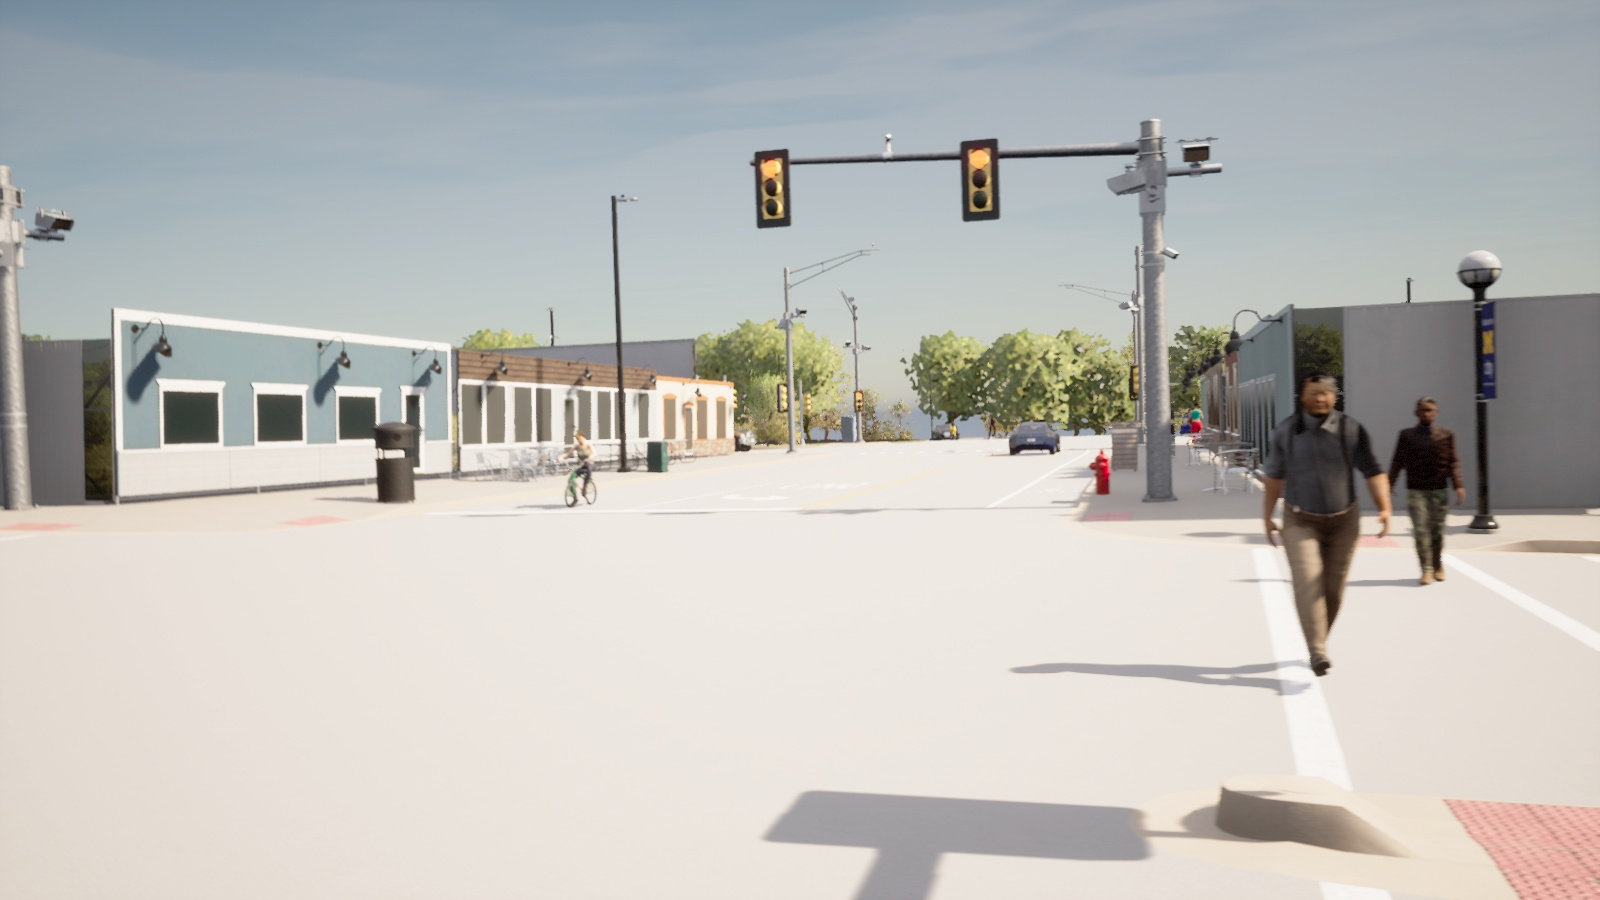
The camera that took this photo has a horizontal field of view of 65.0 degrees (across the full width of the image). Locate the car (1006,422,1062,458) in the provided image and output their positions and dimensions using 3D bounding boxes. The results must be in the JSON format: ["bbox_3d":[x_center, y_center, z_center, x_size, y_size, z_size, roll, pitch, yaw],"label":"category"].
[{"bbox_3d":[10.027,-0.443,53.692,1.994,1.385,4.181,-1,1,15],"label":"car"}]

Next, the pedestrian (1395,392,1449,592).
[{"bbox_3d":[5.897,0.377,11.910,0.431,1.840,0.703,-1,2,27],"label":"pedestrian"}]

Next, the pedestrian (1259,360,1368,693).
[{"bbox_3d":[2.998,0.420,7.378,0.540,1.848,0.694,-1,2,20],"label":"pedestrian"}]

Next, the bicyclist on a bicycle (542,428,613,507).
[{"bbox_3d":[-4.718,0.352,26.741,0.866,1.612,1.509,-1,1,16],"label":"bicyclist on a bicycle"}]

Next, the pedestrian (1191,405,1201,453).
[{"bbox_3d":[15.283,-0.829,48.431,0.345,1.836,0.594,-1,2,18],"label":"pedestrian"}]

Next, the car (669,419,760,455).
[{"bbox_3d":[-4.762,-0.748,70.073,4.605,1.855,1.932,-1,2,19],"label":"car"}]
